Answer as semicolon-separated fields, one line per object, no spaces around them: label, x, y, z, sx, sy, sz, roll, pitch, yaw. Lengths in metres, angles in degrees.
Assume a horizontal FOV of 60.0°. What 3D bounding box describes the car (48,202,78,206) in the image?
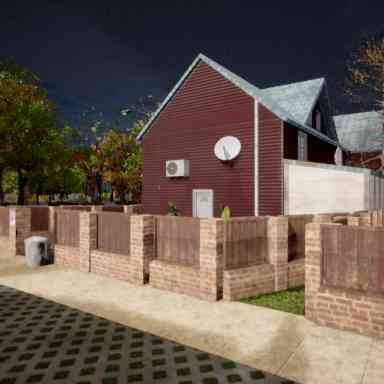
car;-11.731;1.594;29.357;1.812;1.442;4.674;0;0;35
